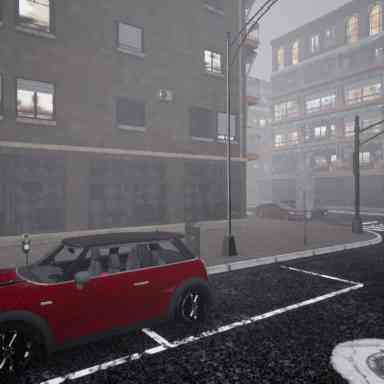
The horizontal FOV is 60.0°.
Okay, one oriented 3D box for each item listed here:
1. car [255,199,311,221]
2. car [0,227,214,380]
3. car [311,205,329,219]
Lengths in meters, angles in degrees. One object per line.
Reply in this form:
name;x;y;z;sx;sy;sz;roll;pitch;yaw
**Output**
car;6.792;1.473;26.182;1.802;1.307;4.206;0;0;-35
car;-1.698;1.440;5.408;4.097;1.590;1.967;0;0;-35
car;8.879;1.347;27.703;1.882;1.535;5.008;-1;1;-35
